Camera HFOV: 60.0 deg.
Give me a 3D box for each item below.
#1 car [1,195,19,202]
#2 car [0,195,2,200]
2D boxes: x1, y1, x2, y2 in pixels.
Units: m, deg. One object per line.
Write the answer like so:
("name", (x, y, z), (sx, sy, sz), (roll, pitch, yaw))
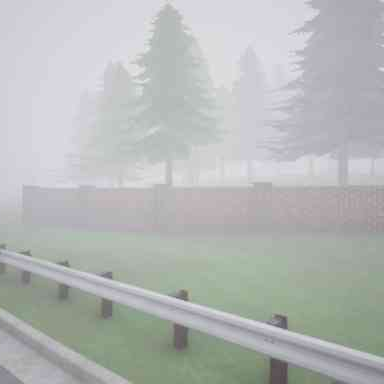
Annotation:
("car", (-43.650, 1.707, 79.812), (1.895, 1.301, 4.718), (0, 0, -20))
("car", (-46.926, 1.458, 78.580), (2.097, 1.767, 4.553), (0, 0, -20))
